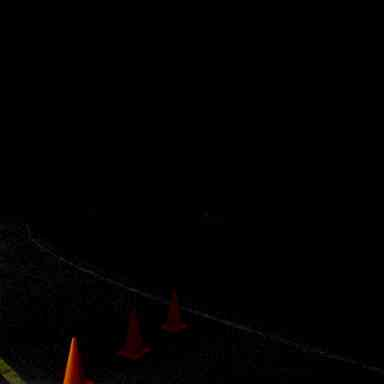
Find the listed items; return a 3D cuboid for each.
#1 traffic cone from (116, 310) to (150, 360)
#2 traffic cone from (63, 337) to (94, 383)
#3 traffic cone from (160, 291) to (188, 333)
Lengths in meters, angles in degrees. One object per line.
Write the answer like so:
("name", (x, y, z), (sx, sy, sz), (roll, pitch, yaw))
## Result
("traffic cone", (-0.812, 1.938, 4.626), (0.340, 0.580, 0.340), (1, 1, 31))
("traffic cone", (-1.331, 1.945, 3.775), (0.340, 0.580, 0.340), (1, 1, 31))
("traffic cone", (-0.293, 1.932, 5.477), (0.340, 0.580, 0.340), (1, 1, 31))
